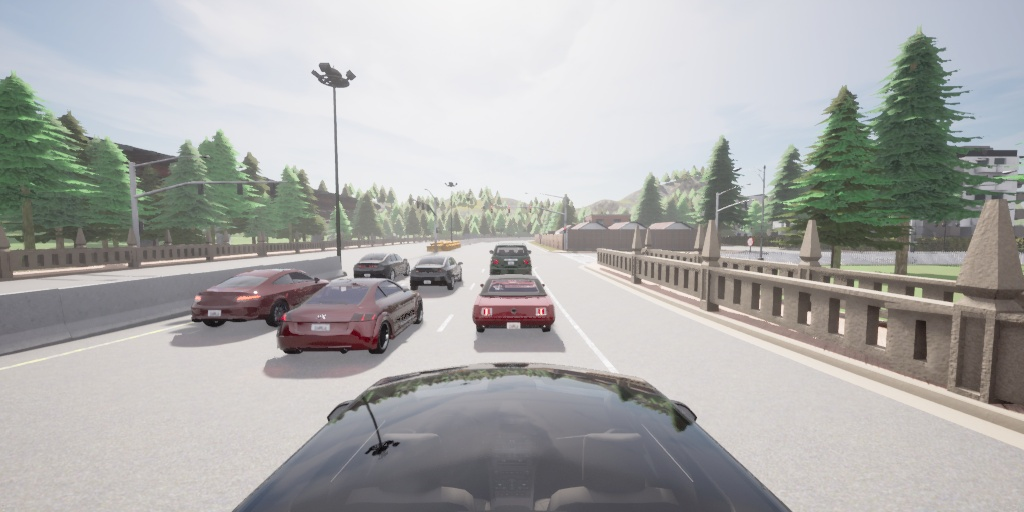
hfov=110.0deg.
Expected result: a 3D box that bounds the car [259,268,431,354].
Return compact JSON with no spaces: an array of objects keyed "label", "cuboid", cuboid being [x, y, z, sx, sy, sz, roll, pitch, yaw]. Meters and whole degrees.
[{"label":"car","cuboid":[-3.466,1.197,8.477,1.994,1.385,4.181,0,2,0]}]

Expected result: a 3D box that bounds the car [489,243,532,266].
[{"label":"car","cuboid":[-0.078,0.274,19.889,2.150,2.045,5.566,0,3,-1]}]

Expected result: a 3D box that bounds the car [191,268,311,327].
[{"label":"car","cuboid":[-6.985,1.080,10.681,1.812,1.442,4.674,0,2,-1]}]

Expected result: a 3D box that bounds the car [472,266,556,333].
[{"label":"car","cuboid":[0.022,1.175,10.178,1.895,1.301,4.718,0,2,-1]}]

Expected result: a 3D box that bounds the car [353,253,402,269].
[{"label":"car","cuboid":[-7.080,0.552,19.874,1.837,1.490,4.892,0,3,-1]}]

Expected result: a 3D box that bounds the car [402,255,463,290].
[{"label":"car","cuboid":[-3.553,0.703,17.352,1.837,1.490,4.892,0,3,-1]}]
